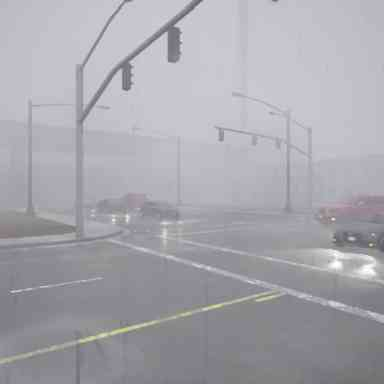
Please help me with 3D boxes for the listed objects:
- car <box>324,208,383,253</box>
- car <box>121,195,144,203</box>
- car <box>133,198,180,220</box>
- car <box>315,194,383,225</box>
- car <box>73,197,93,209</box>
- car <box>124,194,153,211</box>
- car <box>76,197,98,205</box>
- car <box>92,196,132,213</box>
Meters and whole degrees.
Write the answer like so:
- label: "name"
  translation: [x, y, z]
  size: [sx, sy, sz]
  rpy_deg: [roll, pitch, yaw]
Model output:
- label: "car"
  translation: [7.578, 1.539, 13.412]
  size: [4.181, 1.385, 1.994]
  rpy_deg: [0, 0, -33]
- label: "car"
  translation: [-12.266, 1.478, 69.079]
  size: [1.882, 1.535, 5.008]
  rpy_deg: [0, 0, 29]
- label: "car"
  translation: [-2.872, 1.505, 28.448]
  size: [1.837, 1.490, 4.892]
  rpy_deg: [0, 0, -36]
- label: "car"
  translation: [10.786, 1.185, 21.394]
  size: [5.566, 2.045, 2.150]
  rpy_deg: [0, 1, -12]
- label: "car"
  translation: [-14.663, 1.526, 44.928]
  size: [1.812, 1.442, 4.674]
  rpy_deg: [0, 0, -32]
- label: "car"
  translation: [-7.356, 1.221, 40.711]
  size: [2.150, 2.045, 5.566]
  rpy_deg: [0, 0, -36]
- label: "car"
  translation: [-18.699, 1.548, 59.313]
  size: [2.033, 1.411, 5.357]
  rpy_deg: [0, 0, 3]
- label: "car"
  translation: [-8.875, 1.478, 36.587]
  size: [1.882, 1.535, 5.008]
  rpy_deg: [0, 0, -36]
